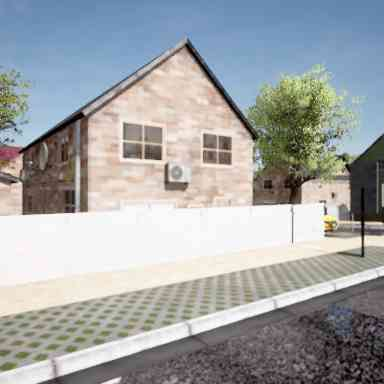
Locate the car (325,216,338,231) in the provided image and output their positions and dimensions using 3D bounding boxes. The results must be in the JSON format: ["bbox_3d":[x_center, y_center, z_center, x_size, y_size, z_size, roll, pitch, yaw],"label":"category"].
[{"bbox_3d":[7.447,1.878,22.857,1.882,1.535,5.008,0,-2,-35],"label":"car"}]

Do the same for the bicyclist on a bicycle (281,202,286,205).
[{"bbox_3d":[8.634,1.717,31.316,1.656,1.620,0.582,-3,2,-35],"label":"bicyclist on a bicycle"}]
